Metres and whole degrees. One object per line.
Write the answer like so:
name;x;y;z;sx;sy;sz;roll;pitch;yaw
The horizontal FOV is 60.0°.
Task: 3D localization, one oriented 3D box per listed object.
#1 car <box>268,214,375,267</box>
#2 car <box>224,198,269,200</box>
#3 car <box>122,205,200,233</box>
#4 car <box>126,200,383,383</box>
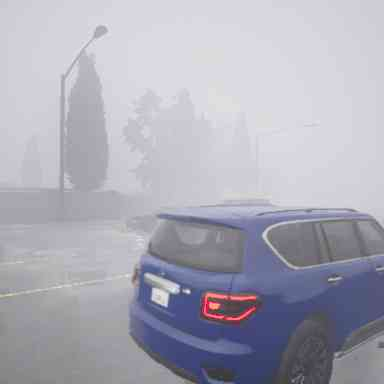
car;4.926;1.643;12.357;4.181;1.385;1.994;1;-1;-41
car;2.818;1.359;20.109;5.566;2.045;2.150;2;-1;-44
car;-1.802;1.602;20.640;4.674;1.442;1.812;1;-1;-42
car;1.760;1.230;5.159;5.566;2.045;2.150;1;0;-38
